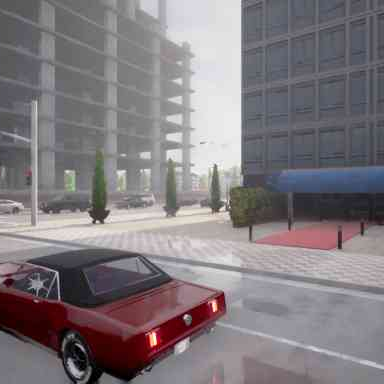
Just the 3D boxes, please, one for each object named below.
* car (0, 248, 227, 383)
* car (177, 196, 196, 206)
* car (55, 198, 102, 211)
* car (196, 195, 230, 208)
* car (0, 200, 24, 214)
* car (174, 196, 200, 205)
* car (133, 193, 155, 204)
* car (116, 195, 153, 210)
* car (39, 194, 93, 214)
[{"bbox_3d":[-1.927,1.601,5.357,4.718,1.301,1.895,0,0,35],"label":"car"},{"bbox_3d":[-1.729,1.547,52.913,2.033,1.411,5.357,0,0,36],"label":"car"},{"bbox_3d":[-14.105,1.547,41.751,2.033,1.411,5.357,0,0,36],"label":"car"},{"bbox_3d":[3.134,1.504,47.374,1.837,1.490,4.892,0,0,36],"label":"car"},{"bbox_3d":[-19.710,1.526,33.971,1.812,1.442,4.674,0,0,36],"label":"car"},{"bbox_3d":[-0.924,1.489,59.952,2.128,1.511,4.902,0,0,36],"label":"car"},{"bbox_3d":[-7.977,1.222,50.243,2.150,2.045,5.566,0,0,36],"label":"car"},{"bbox_3d":[-7.943,1.505,44.310,1.837,1.490,4.892,0,0,36],"label":"car"},{"bbox_3d":[-13.719,1.221,36.300,2.150,2.045,5.566,0,0,36],"label":"car"}]
